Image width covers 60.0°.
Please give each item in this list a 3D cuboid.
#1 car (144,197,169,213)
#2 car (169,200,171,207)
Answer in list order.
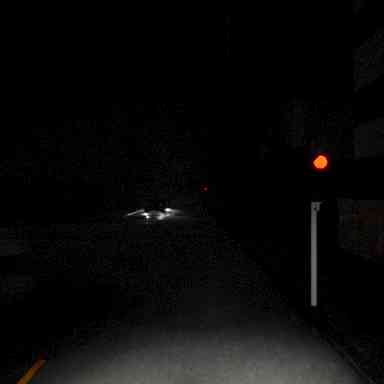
[{"bbox_3d":[-4.107,1.352,37.633,2.097,1.767,4.553,0,0,0],"label":"car"},{"bbox_3d":[-4.090,1.601,47.695,1.895,1.301,4.718,0,0,0],"label":"car"}]
